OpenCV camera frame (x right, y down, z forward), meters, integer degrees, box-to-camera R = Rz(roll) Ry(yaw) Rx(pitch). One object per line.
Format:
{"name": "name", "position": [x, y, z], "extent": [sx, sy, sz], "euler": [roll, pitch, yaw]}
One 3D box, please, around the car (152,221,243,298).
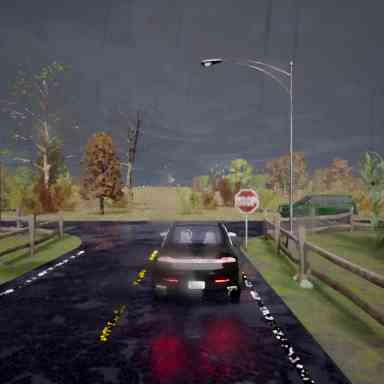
{"name": "car", "position": [0.152, 1.492, 8.515], "extent": [2.128, 1.511, 4.902], "euler": [0, 0, 2]}

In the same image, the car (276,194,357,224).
{"name": "car", "position": [8.995, 1.200, 24.234], "extent": [5.566, 2.045, 2.150], "euler": [0, 0, 1]}
